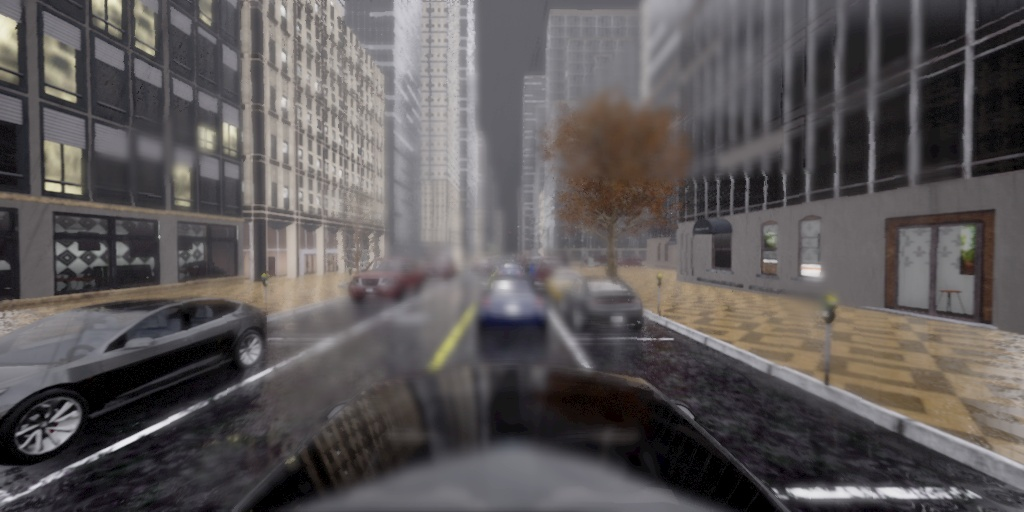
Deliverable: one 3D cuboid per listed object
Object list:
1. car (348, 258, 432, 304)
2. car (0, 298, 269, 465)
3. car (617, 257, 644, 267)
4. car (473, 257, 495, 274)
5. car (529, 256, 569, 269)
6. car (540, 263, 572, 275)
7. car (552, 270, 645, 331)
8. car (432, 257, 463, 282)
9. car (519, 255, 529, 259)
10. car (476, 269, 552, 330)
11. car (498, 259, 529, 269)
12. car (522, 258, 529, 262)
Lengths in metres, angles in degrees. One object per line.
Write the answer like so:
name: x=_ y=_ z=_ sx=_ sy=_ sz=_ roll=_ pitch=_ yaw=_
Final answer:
car: x=-5.384 y=1.013 z=16.223 sx=2.192 sy=1.841 sz=5.009 roll=0 pitch=0 yaw=0
car: x=-5.329 y=1.306 z=4.926 sx=1.948 sy=1.339 sz=4.313 roll=0 pitch=0 yaw=0
car: x=19.898 y=1.191 z=60.292 sx=4.207 sy=1.307 sz=1.802 roll=0 pitch=0 yaw=0
car: x=-3.016 y=1.138 z=38.716 sx=1.812 sy=1.442 sz=4.674 roll=0 pitch=0 yaw=0
car: x=2.469 y=0.988 z=21.942 sx=2.192 sy=1.841 sz=5.009 roll=0 pitch=0 yaw=0
car: x=2.496 y=1.220 z=16.464 sx=1.751 sy=1.417 sz=4.829 roll=0 pitch=0 yaw=0
car: x=2.524 y=1.266 z=10.645 sx=2.007 sy=1.370 sz=4.403 roll=0 pitch=0 yaw=0
car: x=-5.439 y=0.970 z=27.520 sx=2.192 sy=1.841 sz=5.009 roll=0 pitch=0 yaw=0
car: x=2.359 y=0.903 z=44.537 sx=2.192 sy=1.841 sz=5.009 roll=0 pitch=0 yaw=0
car: x=0.019 y=1.280 z=10.962 sx=1.994 sy=1.385 sz=4.181 roll=0 pitch=0 yaw=0
car: x=-0.052 y=1.204 z=26.730 sx=2.033 sy=1.411 sz=5.357 roll=0 pitch=0 yaw=0
car: x=2.386 y=1.175 z=38.888 sx=1.948 sy=1.339 sz=4.313 roll=0 pitch=0 yaw=0
